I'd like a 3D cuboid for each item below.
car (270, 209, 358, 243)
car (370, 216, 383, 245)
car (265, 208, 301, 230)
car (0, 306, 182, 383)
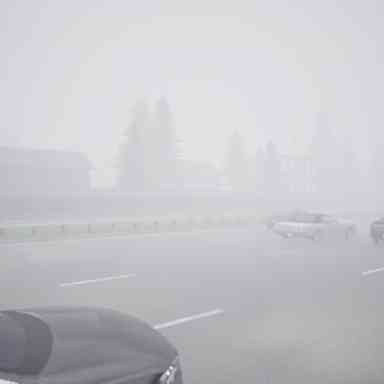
[{"bbox_3d":[6.399,1.743,16.907,4.718,1.301,1.895,1,0,-36],"label":"car"},{"bbox_3d":[10.063,1.654,15.222,4.902,1.511,2.128,1,0,-35],"label":"car"},{"bbox_3d":[6.668,1.734,21.398,4.181,1.385,1.994,1,0,-36],"label":"car"},{"bbox_3d":[-2.300,1.485,2.105,4.902,1.511,2.128,0,0,-36],"label":"car"}]
